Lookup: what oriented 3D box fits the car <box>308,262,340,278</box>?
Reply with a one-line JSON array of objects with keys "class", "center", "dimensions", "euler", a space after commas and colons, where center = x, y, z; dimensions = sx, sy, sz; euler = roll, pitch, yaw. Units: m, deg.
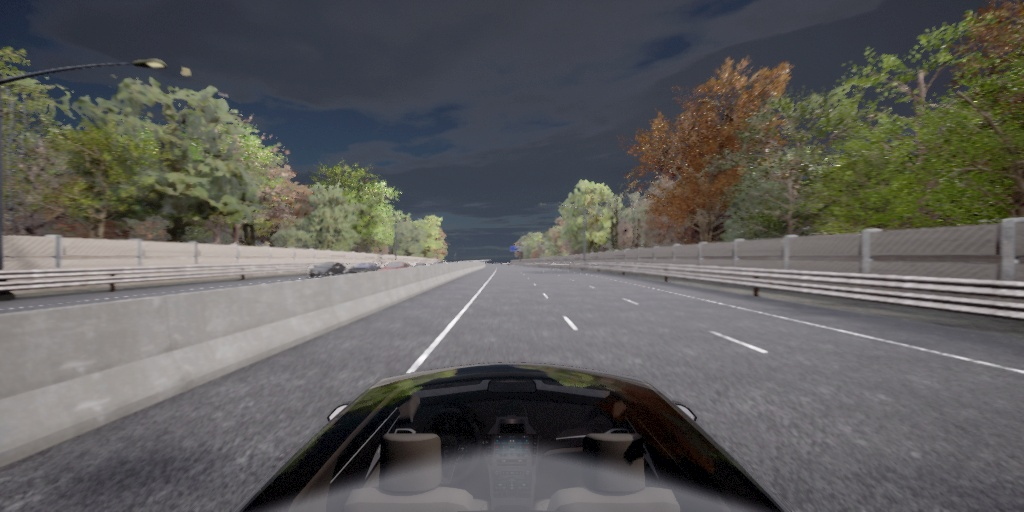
[{"class": "car", "center": [-17.872, 1.342, 35.053], "dimensions": [1.837, 1.490, 4.892], "euler": [0, 0, -1]}]

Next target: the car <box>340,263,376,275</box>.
[{"class": "car", "center": [-14.371, 1.381, 35.158], "dimensions": [2.033, 1.411, 5.357], "euler": [0, 0, -1]}]

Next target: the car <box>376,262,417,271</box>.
[{"class": "car", "center": [-10.855, 1.297, 34.002], "dimensions": [1.882, 1.535, 5.008], "euler": [0, 0, -1]}]
